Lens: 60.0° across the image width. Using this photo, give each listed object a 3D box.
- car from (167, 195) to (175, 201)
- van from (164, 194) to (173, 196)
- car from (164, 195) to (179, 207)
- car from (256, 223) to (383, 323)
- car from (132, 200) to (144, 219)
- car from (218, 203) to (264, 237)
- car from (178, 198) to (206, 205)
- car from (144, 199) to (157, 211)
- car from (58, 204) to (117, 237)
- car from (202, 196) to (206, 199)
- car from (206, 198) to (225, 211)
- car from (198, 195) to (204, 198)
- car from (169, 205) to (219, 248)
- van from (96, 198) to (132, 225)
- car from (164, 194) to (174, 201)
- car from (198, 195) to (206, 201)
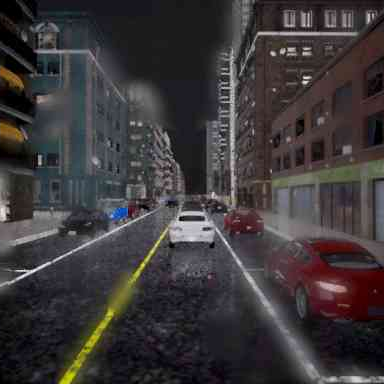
[{"bbox_3d":[-5.684,1.605,89.049,1.887,1.381,4.507,0,0,0],"label":"car"},{"bbox_3d":[-5.682,1.388,77.993,1.690,1.788,3.998,0,0,0],"label":"van"},{"bbox_3d":[-3.000,1.621,50.652,1.994,1.385,4.181,0,0,0],"label":"car"},{"bbox_3d":[2.698,1.580,6.922,1.802,1.307,4.206,0,0,0],"label":"car"},{"bbox_3d":[-5.683,1.552,29.028,1.887,1.381,4.507,0,0,0],"label":"car"},{"bbox_3d":[2.698,1.547,17.969,1.887,1.381,4.507,0,0,0],"label":"car"},{"bbox_3d":[0.000,1.525,29.651,1.837,1.490,4.892,0,0,0],"label":"car"},{"bbox_3d":[-5.683,1.579,40.075,1.947,1.339,4.313,0,0,0],"label":"car"},{"bbox_3d":[-5.683,1.568,17.981,1.947,1.339,4.313,0,0,0],"label":"car"},{"bbox_3d":[2.698,1.582,45.586,1.947,1.339,4.313,0,0,0],"label":"car"},{"bbox_3d":[2.698,1.576,34.539,1.947,1.339,4.313,0,0,0],"label":"car"},{"bbox_3d":[2.697,1.629,77.992,1.802,1.307,4.206,0,0,0],"label":"car"},{"bbox_3d":[0.000,1.535,14.650,1.812,1.442,4.674,0,0,0],"label":"car"},{"bbox_3d":[-5.681,1.345,23.505,1.690,1.788,3.998,0,0,0],"label":"van"},{"bbox_3d":[-5.682,1.369,83.521,2.192,1.841,5.009,0,0,0],"label":"car"},{"bbox_3d":[2.698,1.500,89.048,1.967,1.590,4.097,0,0,0],"label":"car"}]
